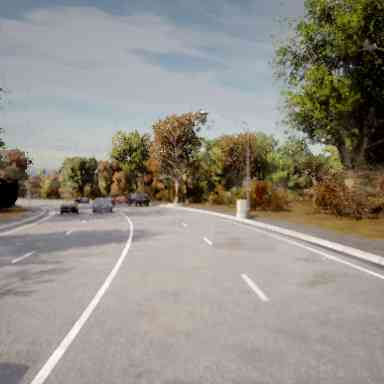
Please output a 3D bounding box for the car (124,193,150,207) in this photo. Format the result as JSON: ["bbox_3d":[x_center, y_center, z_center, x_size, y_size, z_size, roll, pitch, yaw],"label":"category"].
[{"bbox_3d":[-8.321,1.174,51.732,2.150,2.045,5.566,-2,1,-26],"label":"car"}]

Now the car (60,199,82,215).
[{"bbox_3d":[-13.631,1.775,37.115,1.895,1.301,4.718,-1,0,-19],"label":"car"}]

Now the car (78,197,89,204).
[{"bbox_3d":[-22.961,1.778,69.727,2.128,1.511,4.902,-3,1,-36],"label":"car"}]

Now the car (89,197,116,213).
[{"bbox_3d":[-10.321,1.441,38.204,2.097,1.767,4.553,-1,0,-19],"label":"car"}]

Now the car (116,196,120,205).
[{"bbox_3d":[-14.028,1.618,55.345,1.812,1.442,4.674,-2,1,-29],"label":"car"}]

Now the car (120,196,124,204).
[{"bbox_3d":[-13.275,1.534,61.199,1.812,1.442,4.674,-2,1,-31],"label":"car"}]
